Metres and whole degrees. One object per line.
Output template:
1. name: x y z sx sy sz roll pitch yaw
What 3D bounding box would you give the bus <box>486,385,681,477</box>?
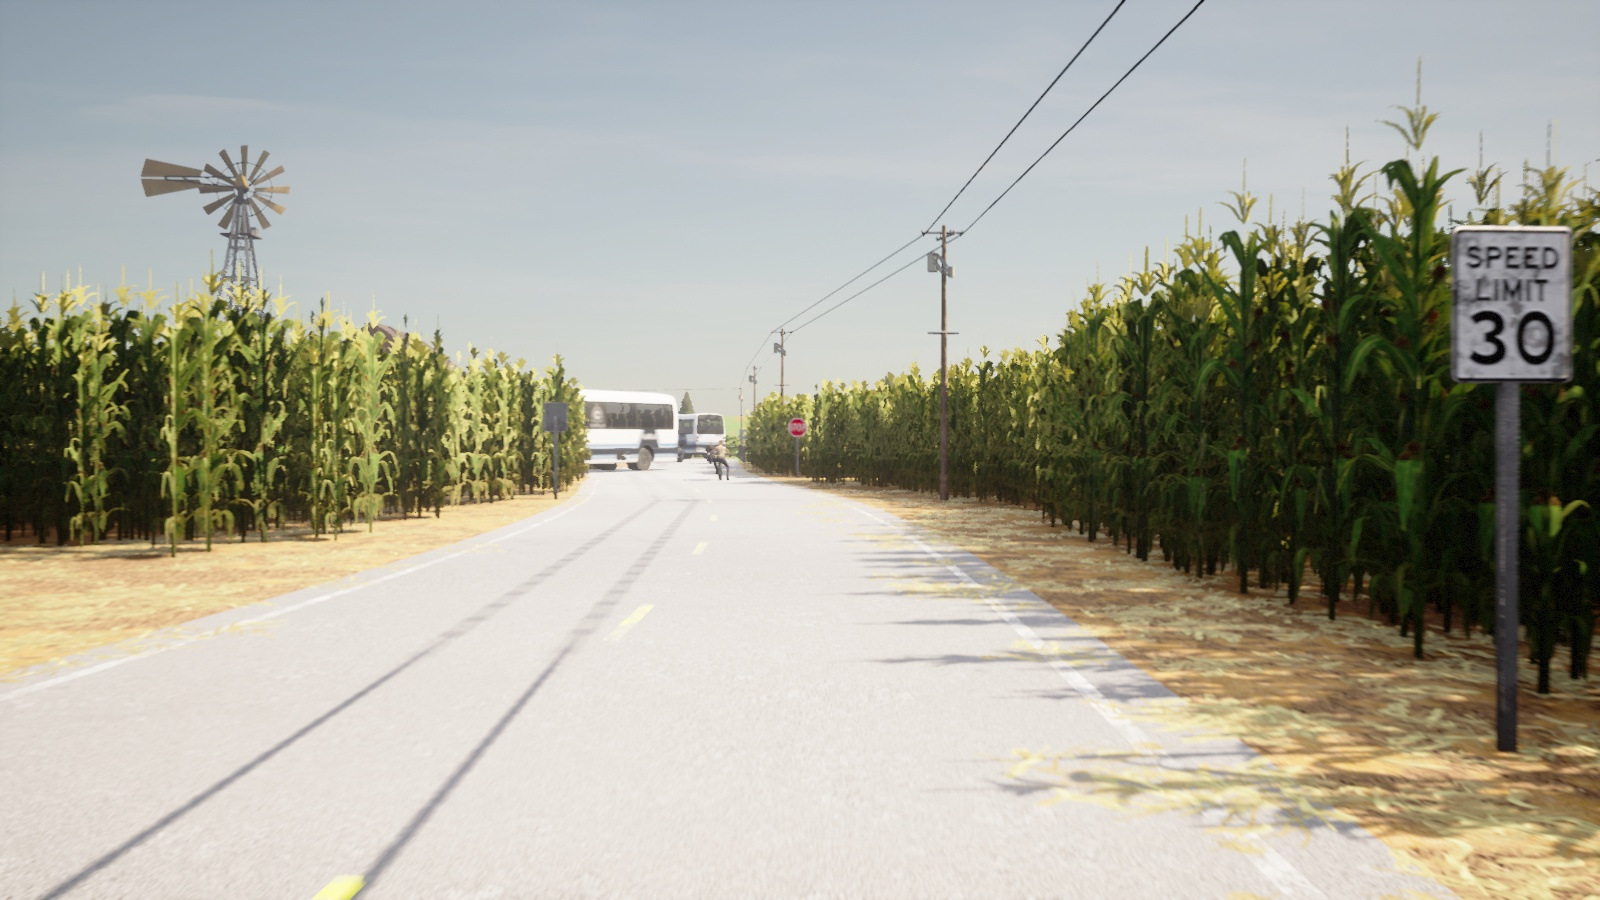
1. bus: -10.968 -1.005 64.981 3.944 4.253 10.273 4 2 32
